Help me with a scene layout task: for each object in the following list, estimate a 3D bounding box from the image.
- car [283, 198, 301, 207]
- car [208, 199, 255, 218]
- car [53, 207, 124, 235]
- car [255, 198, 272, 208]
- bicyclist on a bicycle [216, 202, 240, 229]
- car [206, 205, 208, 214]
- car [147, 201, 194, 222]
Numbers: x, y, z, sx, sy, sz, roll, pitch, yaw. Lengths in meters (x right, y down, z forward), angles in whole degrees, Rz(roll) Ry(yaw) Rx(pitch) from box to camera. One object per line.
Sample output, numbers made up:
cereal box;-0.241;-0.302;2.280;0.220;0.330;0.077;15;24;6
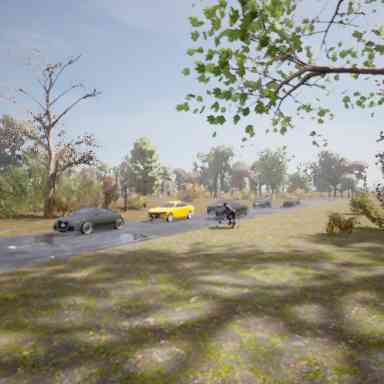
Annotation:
car;15.685;1.631;52.165;2.033;1.411;5.357;0;0;29
car;3.713;1.536;30.162;2.128;1.511;4.902;0;0;29
car;-5.848;1.589;19.285;1.994;1.385;4.181;0;0;28
car;10.325;1.575;48.820;2.128;1.511;4.902;0;0;29
bicyclist on a bicycle;2.228;1.479;20.839;1.656;1.620;0.582;0;0;29
car;3.265;1.537;36.005;1.882;1.535;5.008;0;0;28
car;-1.648;1.519;26.998;1.882;1.535;5.008;0;0;28
